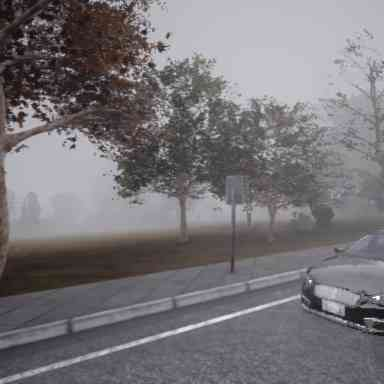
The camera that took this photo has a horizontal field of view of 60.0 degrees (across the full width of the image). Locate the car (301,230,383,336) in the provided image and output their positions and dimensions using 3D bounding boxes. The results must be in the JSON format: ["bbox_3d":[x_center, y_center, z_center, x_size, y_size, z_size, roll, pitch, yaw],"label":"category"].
[{"bbox_3d":[4.163,1.523,6.521,4.902,1.511,2.128,0,0,-35],"label":"car"}]
